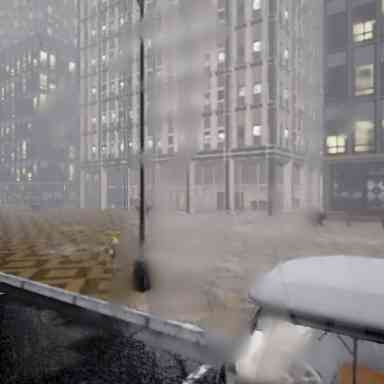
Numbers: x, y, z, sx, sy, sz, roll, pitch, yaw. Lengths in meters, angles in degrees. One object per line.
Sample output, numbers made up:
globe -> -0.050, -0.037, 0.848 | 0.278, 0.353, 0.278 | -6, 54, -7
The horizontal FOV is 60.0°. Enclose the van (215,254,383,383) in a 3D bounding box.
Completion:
van -> 1.934, 1.337, 1.489 | 3.998, 1.788, 1.690 | 0, 0, 36
